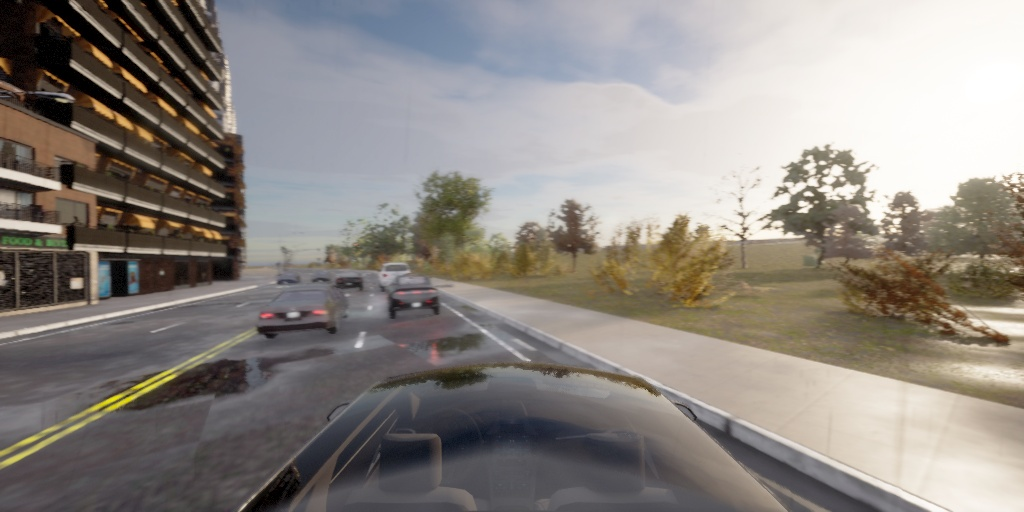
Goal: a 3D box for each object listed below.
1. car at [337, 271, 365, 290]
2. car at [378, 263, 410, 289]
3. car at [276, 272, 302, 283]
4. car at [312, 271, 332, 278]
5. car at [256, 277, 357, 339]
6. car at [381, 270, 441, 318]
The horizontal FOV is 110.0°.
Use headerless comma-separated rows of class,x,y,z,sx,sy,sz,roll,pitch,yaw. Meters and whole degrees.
car,-12.966,1.952,28.834,1.882,1.535,5.008,-1,0,-21
car,-9.086,1.569,27.810,2.150,2.045,5.566,-1,0,-21
car,-24.906,2.517,40.253,2.033,1.411,5.357,-1,-1,-23
car,-22.003,2.447,41.721,2.033,1.411,5.357,-1,-1,-23
car,-6.461,1.616,11.607,2.033,1.411,5.357,-1,-1,-19
car,-4.122,1.529,14.725,2.128,1.511,4.902,-1,-1,-20
